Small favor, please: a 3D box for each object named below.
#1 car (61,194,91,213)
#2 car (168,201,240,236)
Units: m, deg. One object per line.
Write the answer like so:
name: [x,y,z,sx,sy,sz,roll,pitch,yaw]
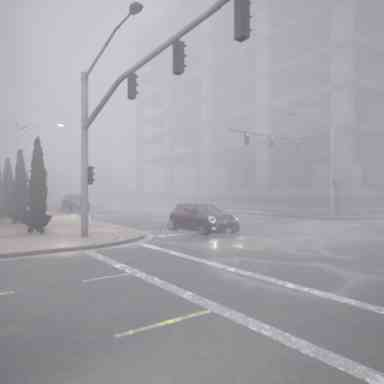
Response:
car: [-13.522,1.259,38.545,2.150,2.045,5.566,0,0,-35]
car: [0.562,1.384,18.532,2.097,1.767,4.553,0,-1,-35]
